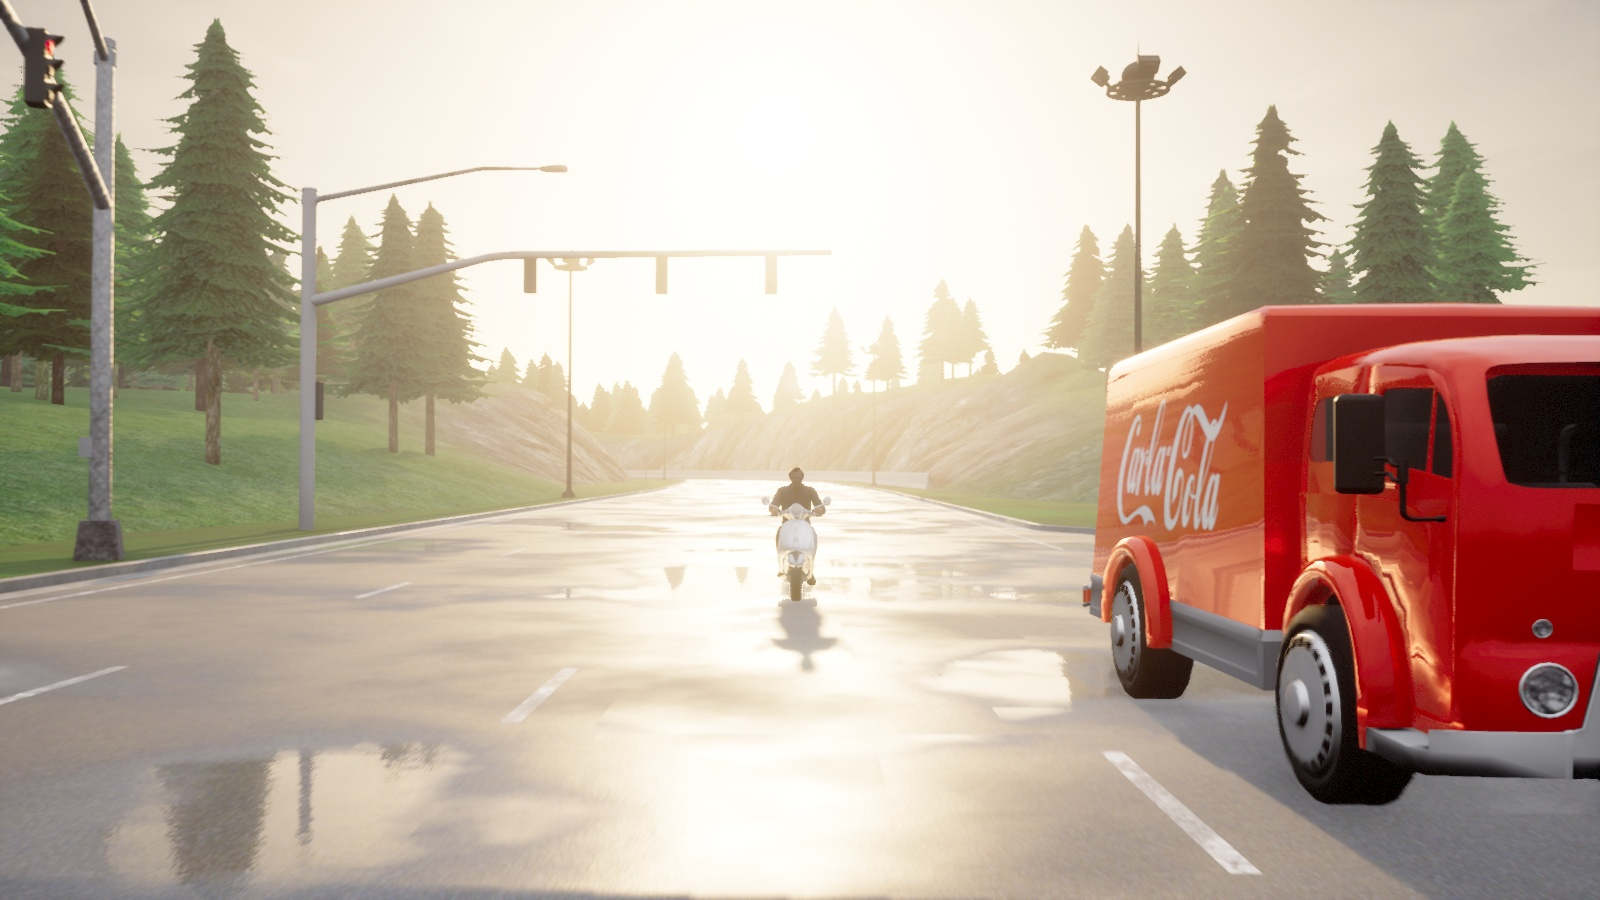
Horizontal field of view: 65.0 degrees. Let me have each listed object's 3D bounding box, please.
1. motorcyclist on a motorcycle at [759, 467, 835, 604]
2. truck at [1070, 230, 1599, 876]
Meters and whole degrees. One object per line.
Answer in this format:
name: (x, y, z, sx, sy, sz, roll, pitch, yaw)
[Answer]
motorcyclist on a motorcycle: (-0.038, 1.002, 15.468, 0.866, 1.590, 1.817, 0, -1, 0)
truck: (3.480, 0.425, 7.412, 2.627, 2.467, 5.204, 0, -1, 0)
